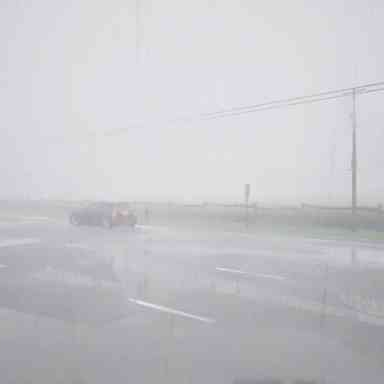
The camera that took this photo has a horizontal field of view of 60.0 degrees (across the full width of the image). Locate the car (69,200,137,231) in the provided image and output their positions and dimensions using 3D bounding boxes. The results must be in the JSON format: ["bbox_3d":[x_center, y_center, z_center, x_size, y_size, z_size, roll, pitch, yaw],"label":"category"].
[{"bbox_3d":[-5.654,1.352,20.892,4.553,1.767,2.097,0,0,35],"label":"car"}]
